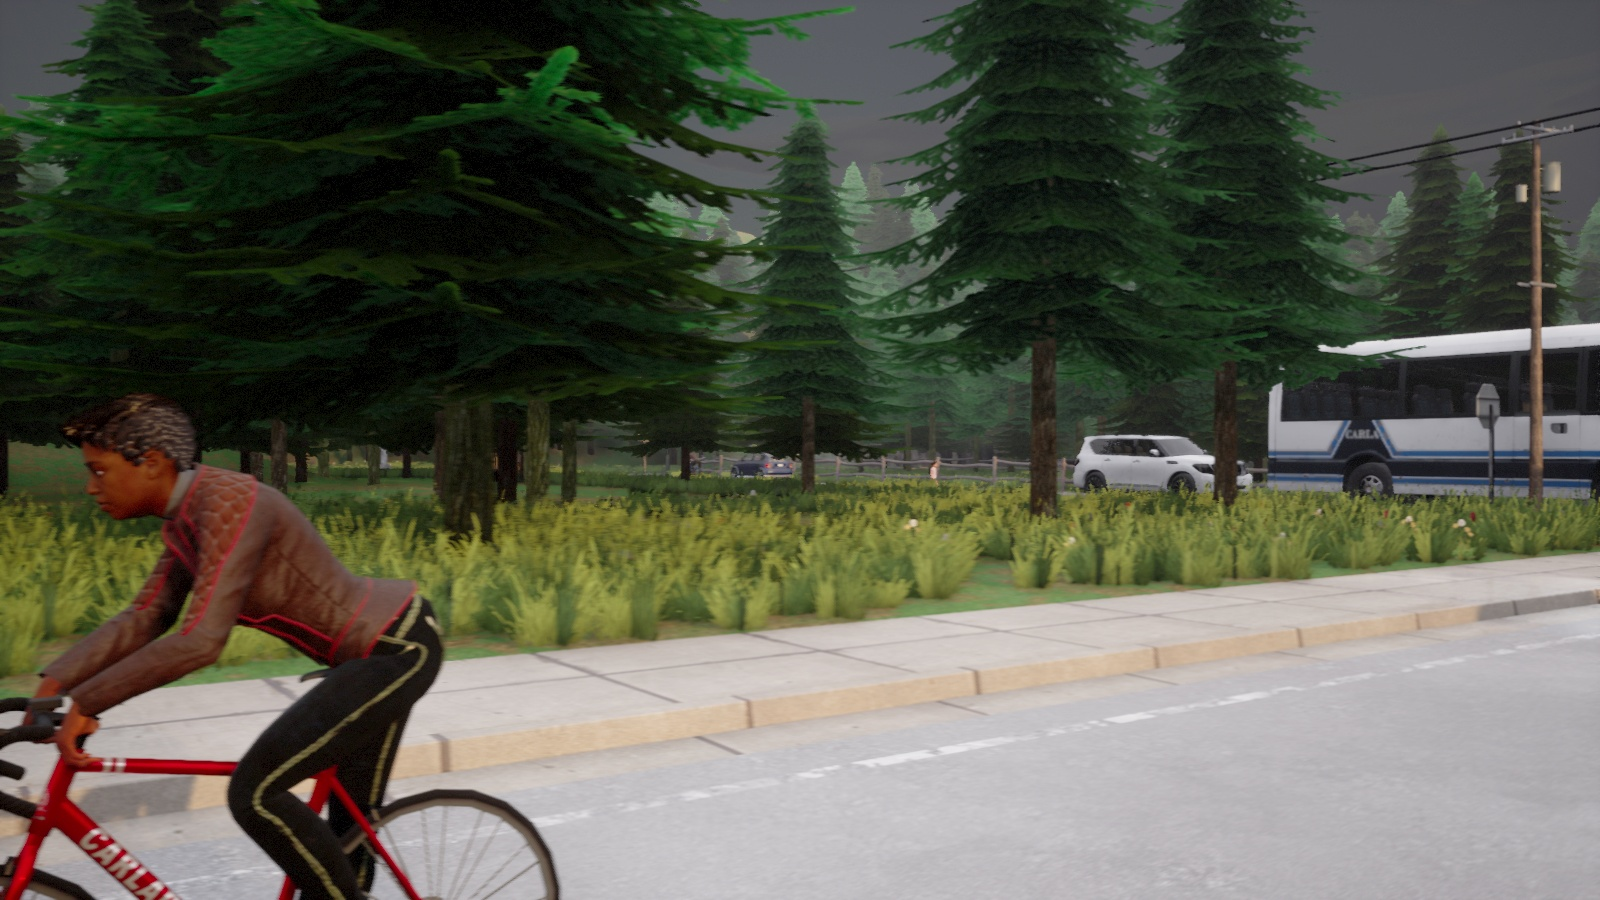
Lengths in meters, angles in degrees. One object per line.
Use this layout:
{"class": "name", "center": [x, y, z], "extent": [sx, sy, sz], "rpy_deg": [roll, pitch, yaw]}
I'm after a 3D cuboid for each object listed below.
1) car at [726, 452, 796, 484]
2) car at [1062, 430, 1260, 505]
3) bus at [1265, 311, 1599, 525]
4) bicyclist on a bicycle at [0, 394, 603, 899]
{"class": "car", "center": [-1.951, 0.853, 62.227], "extent": [1.789, 1.549, 3.705], "rpy_deg": [0, 0, -34]}
{"class": "car", "center": [10.555, 0.498, 37.146], "extent": [2.150, 2.045, 5.566], "rpy_deg": [0, 0, -33]}
{"class": "bus", "center": [16.129, -0.631, 28.347], "extent": [3.944, 4.253, 10.273], "rpy_deg": [0, 0, -32]}
{"class": "bicyclist on a bicycle", "center": [-1.315, 0.707, 2.744], "extent": [1.656, 1.620, 0.582], "rpy_deg": [0, 0, -35]}
